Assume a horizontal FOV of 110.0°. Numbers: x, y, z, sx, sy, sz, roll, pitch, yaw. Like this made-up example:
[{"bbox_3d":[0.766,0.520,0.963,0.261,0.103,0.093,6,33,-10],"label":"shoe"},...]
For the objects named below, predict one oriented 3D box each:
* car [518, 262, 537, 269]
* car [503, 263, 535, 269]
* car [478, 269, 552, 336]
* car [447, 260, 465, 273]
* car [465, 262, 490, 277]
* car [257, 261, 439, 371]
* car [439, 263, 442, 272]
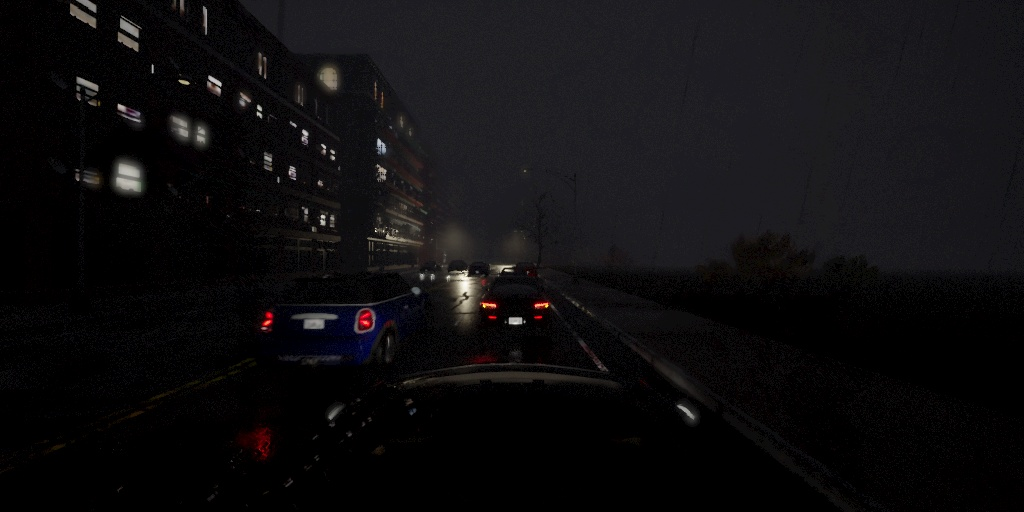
[{"bbox_3d":[1.079,1.232,29.977,1.882,1.535,5.008,0,0,0],"label":"car"},{"bbox_3d":[0.062,1.317,20.449,1.994,1.385,4.181,0,0,0],"label":"car"},{"bbox_3d":[0.074,1.277,10.282,1.812,1.442,4.674,0,0,0],"label":"car"},{"bbox_3d":[-6.687,1.231,44.045,1.882,1.535,5.008,0,0,0],"label":"car"},{"bbox_3d":[-3.220,1.279,35.357,1.812,1.442,4.674,0,0,0],"label":"car"},{"bbox_3d":[-3.164,1.104,7.848,2.097,1.767,4.553,0,0,0],"label":"car"},{"bbox_3d":[-9.940,1.301,44.228,2.033,1.411,5.357,0,0,0],"label":"car"}]
